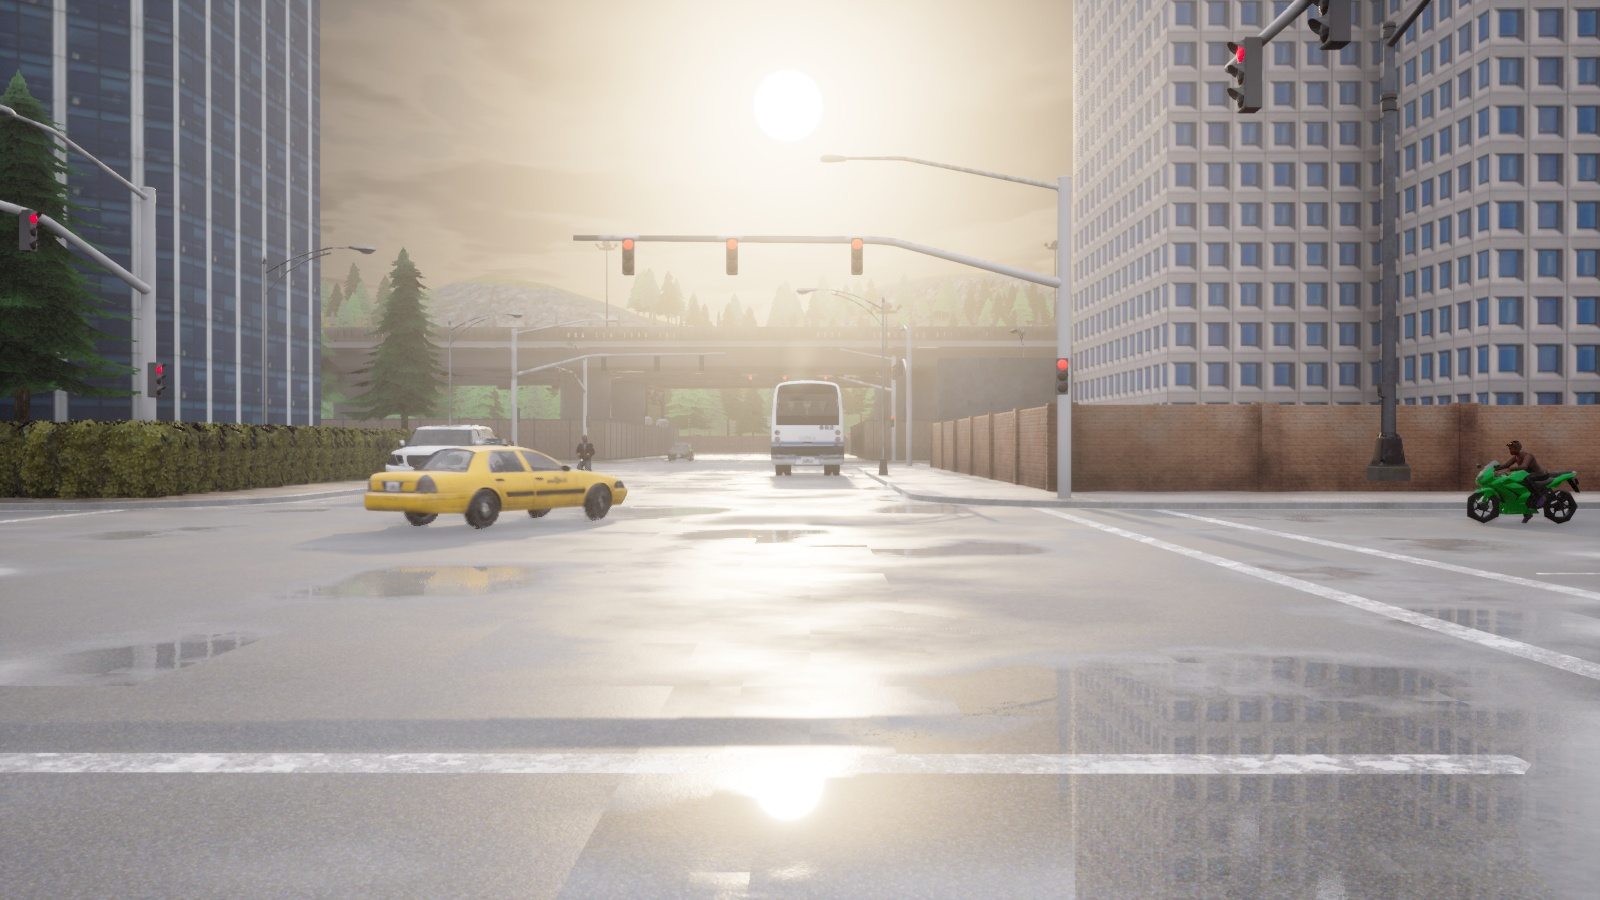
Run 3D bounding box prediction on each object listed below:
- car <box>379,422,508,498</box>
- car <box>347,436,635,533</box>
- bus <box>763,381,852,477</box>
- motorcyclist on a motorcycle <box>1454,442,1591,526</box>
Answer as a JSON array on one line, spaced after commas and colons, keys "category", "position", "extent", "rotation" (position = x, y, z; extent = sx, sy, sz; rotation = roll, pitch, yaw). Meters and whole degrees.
[{"category": "car", "position": [-10.274, 0.250, 36.693], "extent": [2.150, 2.045, 5.566], "rotation": [0, 0, 0]}, {"category": "car", "position": [-5.499, 0.550, 23.183], "extent": [1.801, 1.575, 5.366], "rotation": [0, 0, 33]}, {"category": "bus", "position": [0.368, -0.972, 60.677], "extent": [3.944, 4.253, 10.273], "rotation": [0, 0, 0]}, {"category": "motorcyclist on a motorcycle", "position": [13.195, 0.610, 22.974], "extent": [2.044, 1.523, 0.797], "rotation": [0, 0, 1]}]
